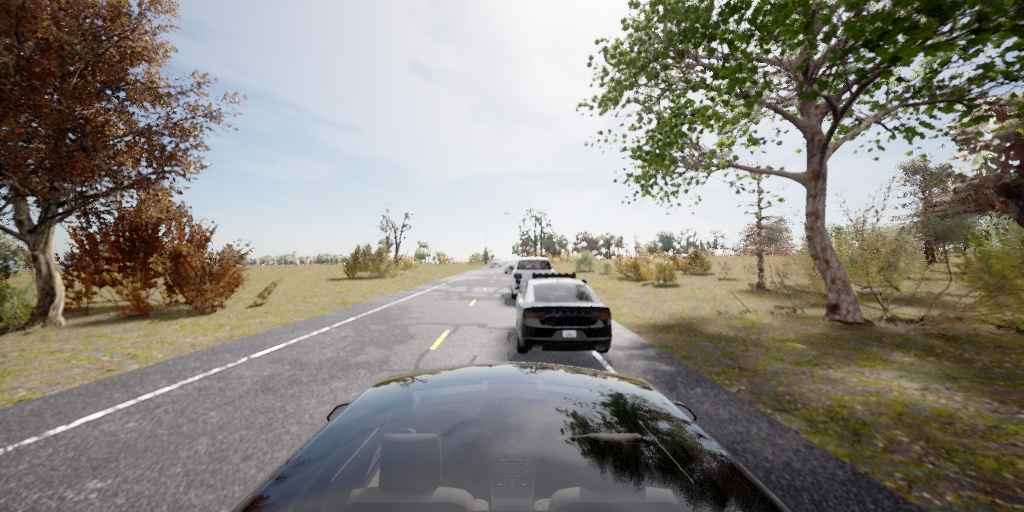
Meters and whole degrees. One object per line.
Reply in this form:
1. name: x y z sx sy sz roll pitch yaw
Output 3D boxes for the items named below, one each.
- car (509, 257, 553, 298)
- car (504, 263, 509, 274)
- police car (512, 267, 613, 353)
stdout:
1. car: 1.043 1.102 19.029 2.150 2.045 5.566 0 0 0
2. car: 0.020 1.613 47.724 1.812 1.442 4.674 0 0 0
3. police car: 1.047 1.230 9.106 1.930 1.638 5.238 0 0 0
